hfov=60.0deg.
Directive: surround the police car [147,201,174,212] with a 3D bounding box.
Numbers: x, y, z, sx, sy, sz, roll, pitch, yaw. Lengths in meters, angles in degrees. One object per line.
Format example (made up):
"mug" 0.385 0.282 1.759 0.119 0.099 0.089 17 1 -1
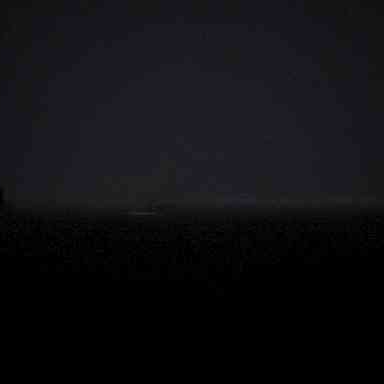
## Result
"police car" -4.837 2.239 51.012 1.930 1.638 5.238 -1 -1 35
